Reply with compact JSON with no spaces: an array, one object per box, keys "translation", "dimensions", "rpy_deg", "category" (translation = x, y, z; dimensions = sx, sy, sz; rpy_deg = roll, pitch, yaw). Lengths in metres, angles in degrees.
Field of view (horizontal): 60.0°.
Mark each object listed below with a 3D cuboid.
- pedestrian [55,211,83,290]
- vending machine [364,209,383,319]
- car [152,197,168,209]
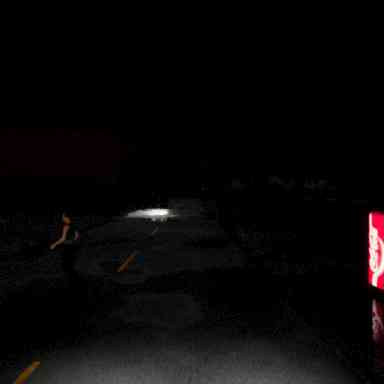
[{"translation":[-2.816,1.294,7.631],"dimensions":[0.375,1.860,0.375],"rpy_deg":[0,0,0],"category":"pedestrian"},{"translation":[4.262,1.415,6.736],"dimensions":[1.100,2.100,0.880],"rpy_deg":[0,0,0],"category":"vending machine"},{"translation":[-4.324,1.491,44.935],"dimensions":[2.128,1.511,4.902],"rpy_deg":[0,0,0],"category":"car"}]
